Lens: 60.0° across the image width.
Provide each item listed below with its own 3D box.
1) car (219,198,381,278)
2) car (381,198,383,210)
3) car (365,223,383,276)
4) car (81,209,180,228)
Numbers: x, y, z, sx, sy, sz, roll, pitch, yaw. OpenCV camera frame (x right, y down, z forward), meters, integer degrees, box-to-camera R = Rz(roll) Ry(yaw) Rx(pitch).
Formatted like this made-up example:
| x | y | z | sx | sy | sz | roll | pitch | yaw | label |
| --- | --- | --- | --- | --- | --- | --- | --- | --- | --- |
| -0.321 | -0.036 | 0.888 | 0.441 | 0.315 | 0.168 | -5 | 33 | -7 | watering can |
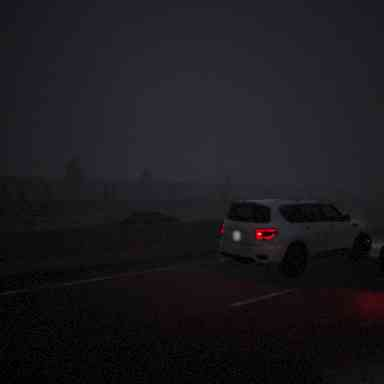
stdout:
| x | y | z | sx | sy | sz | roll | pitch | yaw | label |
| --- | --- | --- | --- | --- | --- | --- | --- | --- | --- |
| 3.389 | 1.230 | 10.456 | 5.566 | 2.045 | 2.150 | 0 | 0 | -35 | car |
| 20.909 | 1.405 | 36.596 | 4.553 | 1.767 | 2.097 | 0 | 0 | -21 | car |
| 6.645 | 1.514 | 8.470 | 4.892 | 1.490 | 1.837 | 0 | 0 | -35 | car |
| -2.608 | 1.533 | 14.991 | 4.674 | 1.442 | 1.812 | 0 | 0 | -35 | car |
